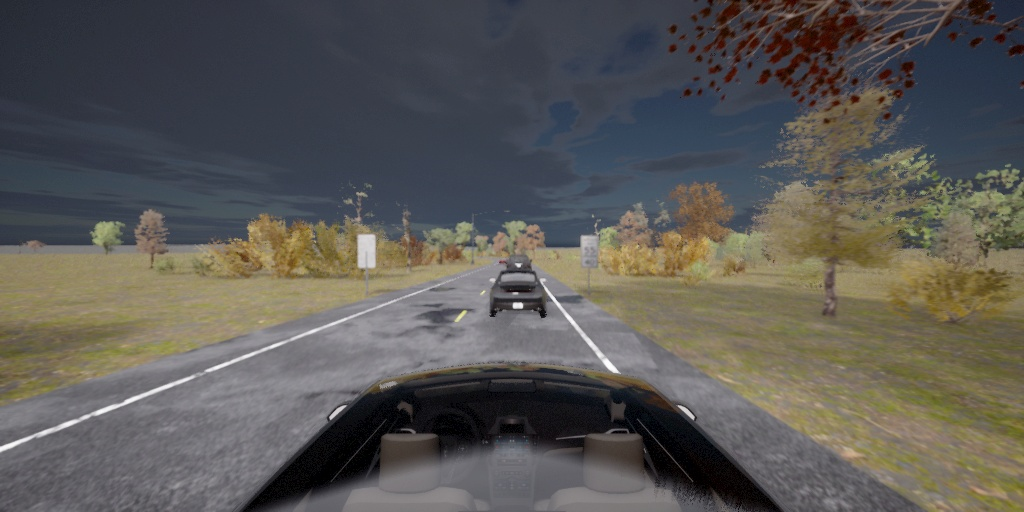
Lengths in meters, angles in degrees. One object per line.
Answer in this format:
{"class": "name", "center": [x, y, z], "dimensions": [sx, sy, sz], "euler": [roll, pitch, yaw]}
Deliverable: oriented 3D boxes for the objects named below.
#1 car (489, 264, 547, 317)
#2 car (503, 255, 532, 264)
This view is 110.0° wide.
{"class": "car", "center": [0.215, 1.225, 13.092], "dimensions": [1.837, 1.490, 4.892], "euler": [0, 0, 1]}
{"class": "car", "center": [0.601, 0.900, 31.605], "dimensions": [2.150, 2.045, 5.566], "euler": [0, 0, 1]}
